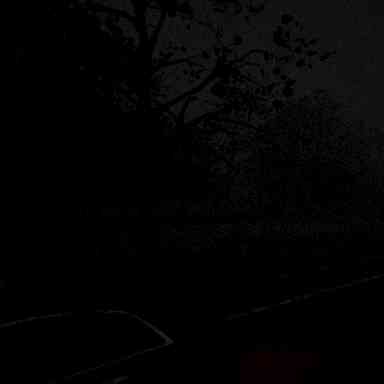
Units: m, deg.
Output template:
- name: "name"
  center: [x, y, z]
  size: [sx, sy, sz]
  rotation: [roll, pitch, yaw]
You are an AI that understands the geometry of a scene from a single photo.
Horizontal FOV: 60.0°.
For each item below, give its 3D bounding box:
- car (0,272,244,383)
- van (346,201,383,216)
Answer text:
- name: "car"
  center: [-1.785, 1.503, 2.413]
  size: [4.892, 1.490, 1.837]
  rotation: [1, 0, -35]
- name: "van"
  center: [23.089, 2.189, 44.914]
  size: [1.878, 1.987, 4.442]
  rotation: [3, -2, -35]
